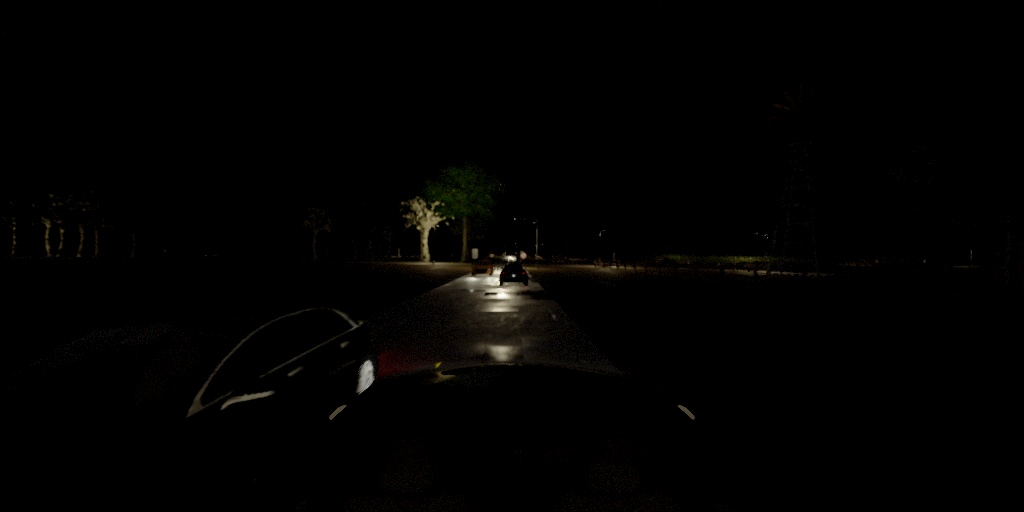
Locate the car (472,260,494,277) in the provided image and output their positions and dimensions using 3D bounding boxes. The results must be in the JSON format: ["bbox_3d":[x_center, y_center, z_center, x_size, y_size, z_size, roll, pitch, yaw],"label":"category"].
[{"bbox_3d":[-2.768,1.150,34.763,1.882,1.535,5.008,0,0,1],"label":"car"}]

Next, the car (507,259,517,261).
[{"bbox_3d":[0.041,1.114,51.322,2.128,1.511,4.902,0,0,0],"label":"car"}]

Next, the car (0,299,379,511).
[{"bbox_3d":[-2.820,1.253,3.299,1.837,1.490,4.892,0,0,0],"label":"car"}]

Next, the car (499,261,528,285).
[{"bbox_3d":[0.110,1.260,25.493,1.994,1.385,4.181,0,0,0],"label":"car"}]
